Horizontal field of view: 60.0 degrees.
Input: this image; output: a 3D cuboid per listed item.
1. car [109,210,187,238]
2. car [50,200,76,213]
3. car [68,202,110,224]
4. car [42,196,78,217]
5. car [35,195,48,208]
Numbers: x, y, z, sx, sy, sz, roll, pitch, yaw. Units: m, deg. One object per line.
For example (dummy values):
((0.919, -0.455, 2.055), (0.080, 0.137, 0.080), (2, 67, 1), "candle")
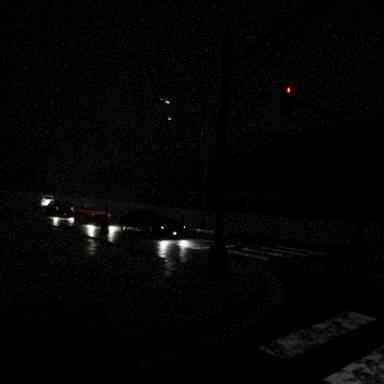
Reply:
((-2.510, 1.761, 19.211), (2.033, 1.411, 5.357), (4, -3, -38), "car")
((-17.730, 1.940, 45.439), (2.128, 1.511, 4.902), (4, -2, -35), "car")
((-8.231, 1.769, 27.243), (1.882, 1.535, 5.008), (4, -3, -36), "car")
((-14.084, 1.679, 35.419), (2.097, 1.767, 4.553), (4, -2, -35), "car")
((-23.601, 1.549, 53.571), (2.150, 2.045, 5.566), (4, -1, -36), "car")
